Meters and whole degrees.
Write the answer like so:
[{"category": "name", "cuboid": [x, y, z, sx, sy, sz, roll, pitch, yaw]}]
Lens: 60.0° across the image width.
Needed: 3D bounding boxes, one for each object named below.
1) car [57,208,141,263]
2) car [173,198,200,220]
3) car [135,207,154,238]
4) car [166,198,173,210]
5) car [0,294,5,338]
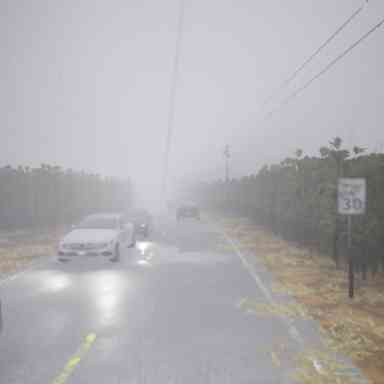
[{"category": "car", "cuboid": [-3.245, 1.536, 12.129, 1.812, 1.442, 4.674, 0, 0, 0]}, {"category": "car", "cuboid": [-0.424, 1.507, 28.426, 1.882, 1.535, 5.008, 0, 0, -4]}, {"category": "car", "cuboid": [-3.083, 1.585, 17.914, 1.812, 1.442, 4.674, 0, 0, -1]}, {"category": "car", "cuboid": [-2.402, 1.535, 44.607, 2.128, 1.511, 4.902, 0, 0, -8]}, {"category": "car", "cuboid": [-3.280, 1.492, 2.199, 2.128, 1.511, 4.902, 0, 0, 0]}]
